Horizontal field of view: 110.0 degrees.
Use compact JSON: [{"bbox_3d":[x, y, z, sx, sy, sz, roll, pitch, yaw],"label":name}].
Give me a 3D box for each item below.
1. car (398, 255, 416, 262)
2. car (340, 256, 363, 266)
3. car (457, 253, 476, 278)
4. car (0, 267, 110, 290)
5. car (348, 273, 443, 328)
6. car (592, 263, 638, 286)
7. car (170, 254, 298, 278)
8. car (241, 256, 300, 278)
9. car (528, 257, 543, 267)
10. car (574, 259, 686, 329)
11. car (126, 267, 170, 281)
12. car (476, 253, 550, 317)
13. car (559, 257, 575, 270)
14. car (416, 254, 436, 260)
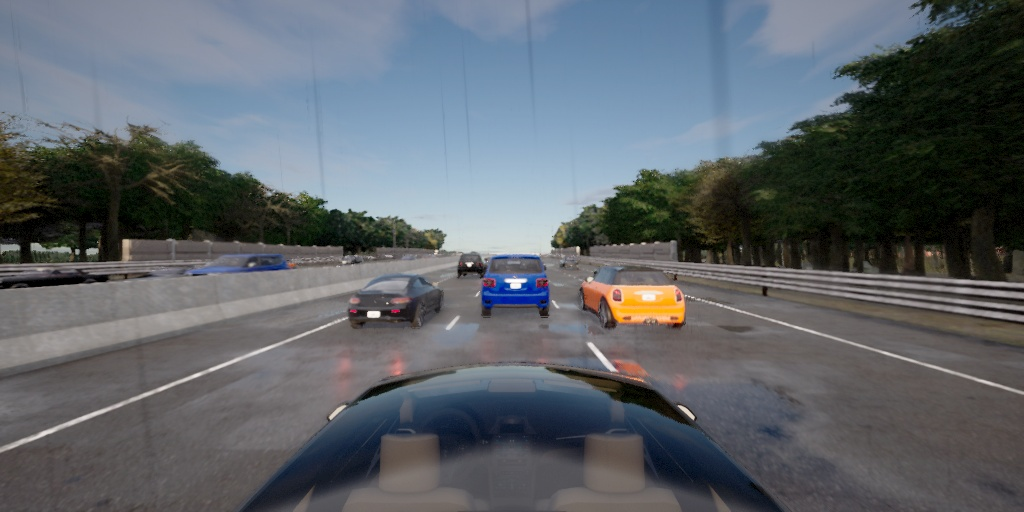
[{"bbox_3d":[-17.460,0.729,59.953,2.033,1.411,5.357,0,1,1],"label":"car"},{"bbox_3d":[-24.484,0.747,54.736,2.128,1.511,4.902,0,1,1],"label":"car"},{"bbox_3d":[-3.366,0.787,30.996,2.150,2.045,5.566,0,1,0],"label":"car"},{"bbox_3d":[-24.440,1.277,18.689,1.895,1.301,4.718,0,0,-1],"label":"car"},{"bbox_3d":[-3.389,1.250,11.098,1.812,1.442,4.674,0,0,0],"label":"car"},{"bbox_3d":[7.053,1.232,25.084,1.895,1.301,4.718,0,1,1],"label":"car"},{"bbox_3d":[-14.080,0.898,18.783,2.150,2.045,5.566,0,0,0],"label":"car"},{"bbox_3d":[-21.058,0.907,31.525,2.097,1.767,4.553,0,1,0],"label":"car"},{"bbox_3d":[3.563,0.838,54.043,1.994,1.385,4.181,0,1,0],"label":"car"},{"bbox_3d":[3.511,1.078,11.314,2.097,1.767,4.553,0,0,0],"label":"car"},{"bbox_3d":[-17.579,1.240,18.768,1.994,1.385,4.181,0,0,0],"label":"car"},{"bbox_3d":[0.112,0.936,13.101,2.150,2.045,5.566,0,0,0],"label":"car"},{"bbox_3d":[7.146,0.885,45.242,2.128,1.511,4.902,0,1,0],"label":"car"},{"bbox_3d":[-13.975,0.533,60.026,2.097,1.767,4.553,0,1,1],"label":"car"}]
